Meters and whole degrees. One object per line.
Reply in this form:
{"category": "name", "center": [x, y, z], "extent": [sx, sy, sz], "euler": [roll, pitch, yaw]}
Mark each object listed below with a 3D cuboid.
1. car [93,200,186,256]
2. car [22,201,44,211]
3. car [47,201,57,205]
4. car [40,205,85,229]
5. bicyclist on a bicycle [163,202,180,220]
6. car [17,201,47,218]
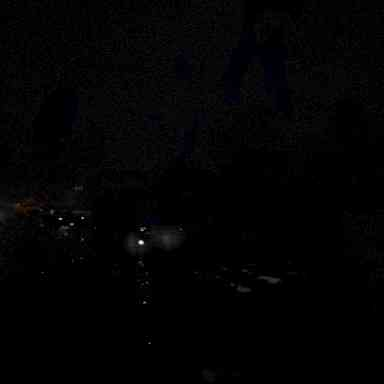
{"category": "car", "center": [-2.481, 1.370, 14.280], "extent": [2.150, 2.045, 5.566], "euler": [1, -1, -35]}
{"category": "car", "center": [-23.650, 2.036, 49.352], "extent": [2.033, 1.411, 5.357], "euler": [1, -1, -35]}
{"category": "car", "center": [-17.685, 1.916, 40.935], "extent": [1.837, 1.490, 4.892], "euler": [1, -1, -35]}
{"category": "car", "center": [-9.198, 1.843, 23.820], "extent": [1.895, 1.301, 4.718], "euler": [1, -1, -35]}
{"category": "bicyclist on a bicycle", "center": [-1.533, 1.549, 23.094], "extent": [1.656, 1.620, 0.582], "euler": [0, -1, -35]}
{"category": "car", "center": [-17.242, 1.829, 35.308], "extent": [1.882, 1.535, 5.008], "euler": [1, -1, -35]}
